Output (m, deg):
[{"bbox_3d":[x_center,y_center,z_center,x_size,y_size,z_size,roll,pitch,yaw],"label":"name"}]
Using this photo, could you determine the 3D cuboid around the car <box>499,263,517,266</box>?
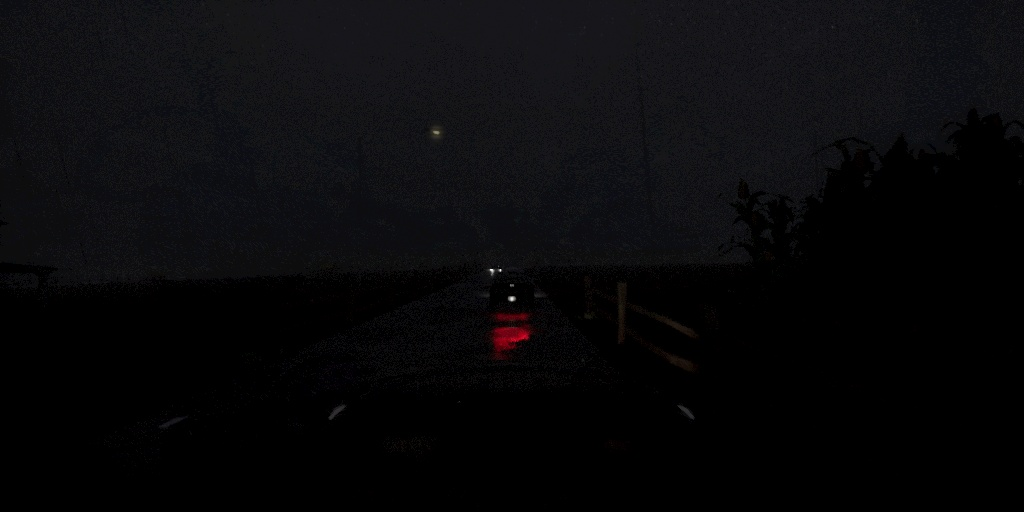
[{"bbox_3d":[-0.002,1.518,31.230,1.812,1.442,4.674,0,0,0],"label":"car"}]

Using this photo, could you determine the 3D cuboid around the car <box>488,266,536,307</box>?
[{"bbox_3d":[0.001,1.389,16.167,1.837,1.490,4.892,0,0,0],"label":"car"}]
